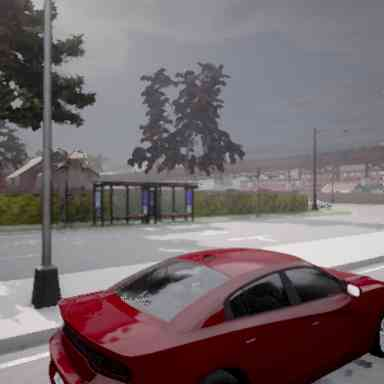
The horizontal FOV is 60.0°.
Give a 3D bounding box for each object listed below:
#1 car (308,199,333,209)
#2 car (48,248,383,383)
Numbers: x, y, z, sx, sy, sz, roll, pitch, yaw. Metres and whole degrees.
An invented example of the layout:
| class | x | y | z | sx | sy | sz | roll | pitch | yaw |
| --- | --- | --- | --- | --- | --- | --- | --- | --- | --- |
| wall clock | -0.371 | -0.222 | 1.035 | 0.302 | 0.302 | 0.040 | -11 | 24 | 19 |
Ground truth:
| class | x | y | z | sx | sy | sz | roll | pitch | yaw |
| --- | --- | --- | --- | --- | --- | --- | --- | --- | --- |
| car | 18.623 | 1.773 | 49.654 | 1.812 | 1.442 | 4.674 | 0 | 0 | -35 |
| car | 0.853 | 1.495 | 4.356 | 5.008 | 1.535 | 1.882 | 0 | 0 | -35 |
